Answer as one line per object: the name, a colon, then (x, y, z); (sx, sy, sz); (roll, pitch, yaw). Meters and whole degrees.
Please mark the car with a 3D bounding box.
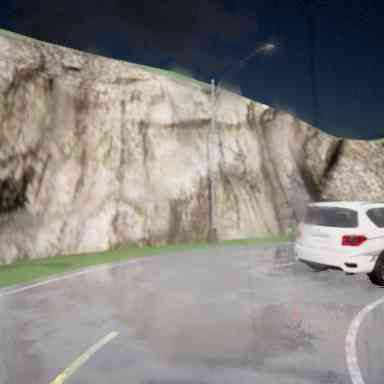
car: (5.486, 1.277, 9.570); (5.566, 2.045, 2.150); (0, -1, -29)
